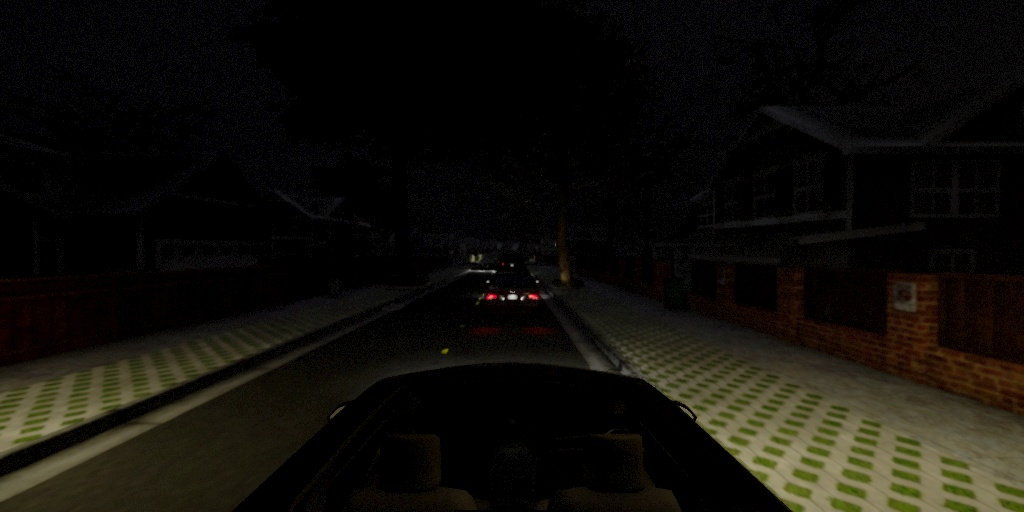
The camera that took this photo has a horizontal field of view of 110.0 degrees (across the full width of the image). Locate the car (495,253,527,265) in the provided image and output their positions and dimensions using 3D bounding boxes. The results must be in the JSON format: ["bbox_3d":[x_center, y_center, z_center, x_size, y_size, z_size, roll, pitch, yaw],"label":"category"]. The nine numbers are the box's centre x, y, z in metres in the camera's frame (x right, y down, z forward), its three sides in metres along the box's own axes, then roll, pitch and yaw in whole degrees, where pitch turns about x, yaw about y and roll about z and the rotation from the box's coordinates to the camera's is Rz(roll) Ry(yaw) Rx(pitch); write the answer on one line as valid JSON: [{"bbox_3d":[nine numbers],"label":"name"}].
[{"bbox_3d":[0.030,0.740,28.809,2.150,2.045,5.566,0,1,0],"label":"car"}]

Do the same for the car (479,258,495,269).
[{"bbox_3d":[-2.801,0.908,43.014,1.812,1.442,4.674,0,0,0],"label":"car"}]

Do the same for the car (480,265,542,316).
[{"bbox_3d":[0.021,1.206,12.762,2.033,1.411,5.357,0,0,0],"label":"car"}]
